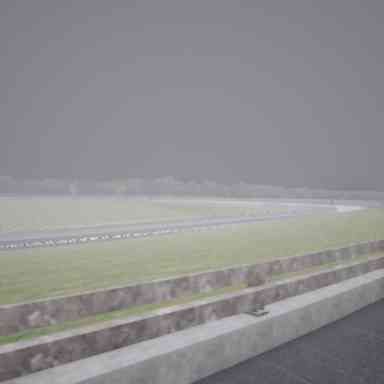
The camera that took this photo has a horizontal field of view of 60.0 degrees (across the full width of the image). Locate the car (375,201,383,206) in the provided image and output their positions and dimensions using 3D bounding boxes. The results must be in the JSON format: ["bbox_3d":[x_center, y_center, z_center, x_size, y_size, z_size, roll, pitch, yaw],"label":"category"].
[{"bbox_3d":[42.738,2.622,74.301,1.994,1.385,4.181,0,-1,3],"label":"car"}]
